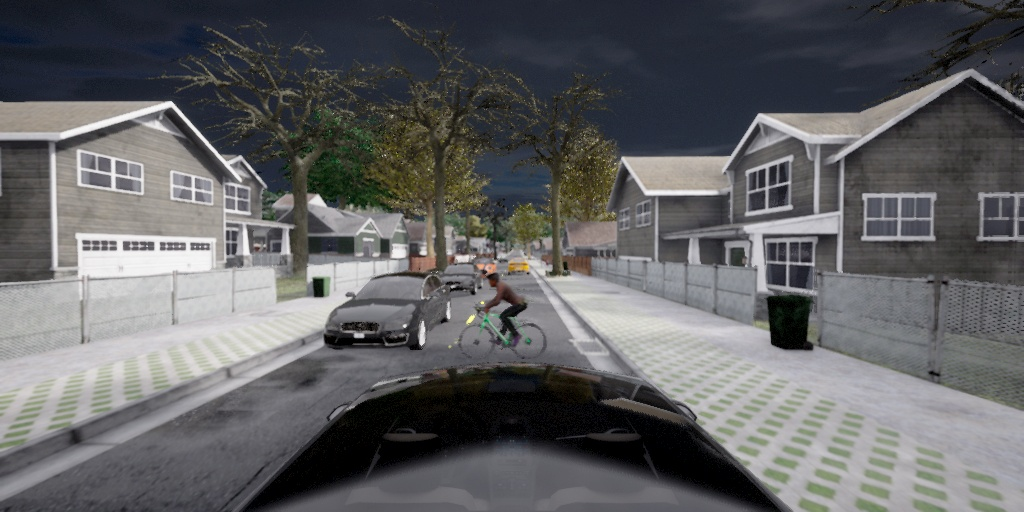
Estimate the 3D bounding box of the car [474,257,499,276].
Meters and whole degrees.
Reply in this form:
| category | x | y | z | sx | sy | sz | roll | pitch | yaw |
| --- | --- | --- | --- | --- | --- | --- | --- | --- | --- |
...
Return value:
| category | x | y | z | sx | sy | sz | roll | pitch | yaw |
| --- | --- | --- | --- | --- | --- | --- | --- | --- | --- |
| car | -2.381 | 0.863 | 28.285 | 2.097 | 1.767 | 4.553 | 0 | 0 | 1 |

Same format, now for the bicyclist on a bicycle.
| category | x | y | z | sx | sy | sz | roll | pitch | yaw |
| --- | --- | --- | --- | --- | --- | --- | --- | --- | --- |
| bicyclist on a bicycle | -0.181 | 1.142 | 6.699 | 1.656 | 1.620 | 0.582 | -1 | 1 | 1 |

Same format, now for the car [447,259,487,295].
| category | x | y | z | sx | sy | sz | roll | pitch | yaw |
| --- | --- | --- | --- | --- | --- | --- | --- | --- | --- |
| car | -2.577 | 1.098 | 18.486 | 1.837 | 1.490 | 4.892 | 0 | 1 | 1 |

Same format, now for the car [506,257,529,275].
| category | x | y | z | sx | sy | sz | roll | pitch | yaw |
| --- | --- | --- | --- | --- | --- | --- | --- | --- | --- |
| car | 0.640 | 0.942 | 34.547 | 1.882 | 1.535 | 5.008 | 0 | 0 | 1 |

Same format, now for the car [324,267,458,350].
| category | x | y | z | sx | sy | sz | roll | pitch | yaw |
| --- | --- | --- | --- | --- | --- | --- | --- | --- | --- |
| car | -2.747 | 1.186 | 8.963 | 1.837 | 1.490 | 4.892 | 0 | 0 | 1 |
